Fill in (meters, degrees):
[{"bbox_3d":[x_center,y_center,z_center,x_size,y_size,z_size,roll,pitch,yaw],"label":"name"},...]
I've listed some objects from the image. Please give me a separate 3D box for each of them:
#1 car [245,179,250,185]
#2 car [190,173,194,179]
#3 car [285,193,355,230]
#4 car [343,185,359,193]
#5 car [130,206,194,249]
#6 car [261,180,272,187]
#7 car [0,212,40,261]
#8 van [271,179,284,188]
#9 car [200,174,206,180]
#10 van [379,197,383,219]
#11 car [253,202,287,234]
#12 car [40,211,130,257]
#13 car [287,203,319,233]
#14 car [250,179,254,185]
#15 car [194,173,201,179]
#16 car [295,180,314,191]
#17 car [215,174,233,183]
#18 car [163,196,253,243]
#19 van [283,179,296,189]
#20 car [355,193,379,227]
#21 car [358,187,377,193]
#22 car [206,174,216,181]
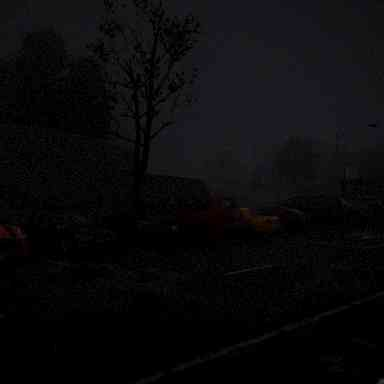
[{"bbox_3d":[13.895,-2.316,77.485,2.002,1.452,4.674,7,3,35],"label":"car"},{"bbox_3d":[1.620,-4.361,94.522,2.435,2.045,5.566,1,-1,34],"label":"car"},{"bbox_3d":[7.156,1.264,21.653,5.566,2.045,2.435,-1,-1,35],"label":"car"},{"bbox_3d":[27.768,-0.425,57.771,2.435,2.045,5.566,7,3,35],"label":"car"},{"bbox_3d":[-2.633,1.525,14.682,4.792,1.488,2.163,-1,-1,34],"label":"car"},{"bbox_3d":[17.475,-1.811,72.707,1.946,1.575,5.366,7,3,35],"label":"car"},{"bbox_3d":[-7.515,1.367,11.203,4.553,1.767,2.185,-1,-1,34],"label":"car"},{"bbox_3d":[19.053,-1.763,69.978,1.878,1.987,4.442,7,4,35],"label":"van"},{"bbox_3d":[5.128,-3.849,89.709,2.185,1.767,4.553,6,3,34],"label":"car"},{"bbox_3d":[12.203,1.298,25.034,4.442,1.987,1.878,-1,-1,35],"label":"van"},{"bbox_3d":[2.127,1.504,18.261,5.366,1.575,1.946,-1,-1,34],"label":"car"},{"bbox_3d":[-5.051,1.495,12.932,4.892,1.521,2.231,-1,-1,34],"label":"car"},{"bbox_3d":[4.731,1.550,19.892,4.674,1.452,2.002,-1,-1,35],"label":"car"},{"bbox_3d":[15.640,-2.043,75.026,2.002,1.452,4.674,7,3,35],"label":"car"},{"bbox_3d":[3.395,-4.084,92.177,2.185,1.767,4.553,4,1,33],"label":"car"},{"bbox_3d":[22.548,-0.991,65.149,2.231,1.521,4.892,7,3,35],"label":"car"},{"bbox_3d":[8.779,-3.175,84.989,1.946,1.575,5.366,7,3,34],"label":"car"},{"bbox_3d":[-0.191,1.249,16.430,5.566,2.045,2.435,-1,-1,34],"label":"car"},{"bbox_3d":[20.785,-1.490,67.509,1.878,1.987,4.442,7,4,35],"label":"van"},{"bbox_3d":[9.667,1.268,23.361,5.566,2.045,2.435,-1,-1,35],"label":"car"},{"bbox_3d":[29.463,0.137,55.301,2.002,1.452,4.674,7,3,35],"label":"car"},{"bbox_3d":[6.925,-3.698,87.246,2.435,2.045,5.566,7,3,34],"label":"car"}]
